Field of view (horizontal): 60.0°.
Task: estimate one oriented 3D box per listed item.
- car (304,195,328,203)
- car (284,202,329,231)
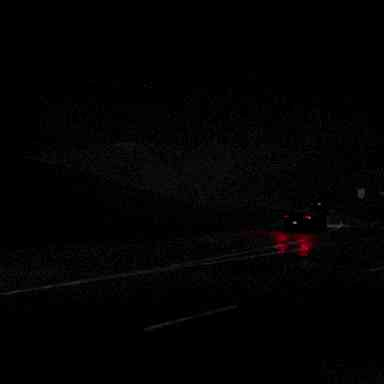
[{"bbox_3d":[14.225,1.420,38.182,2.150,2.045,5.566,1,0,13],"label":"car"},{"bbox_3d":[7.329,1.633,21.408,1.812,1.442,4.674,0,0,34],"label":"car"}]
